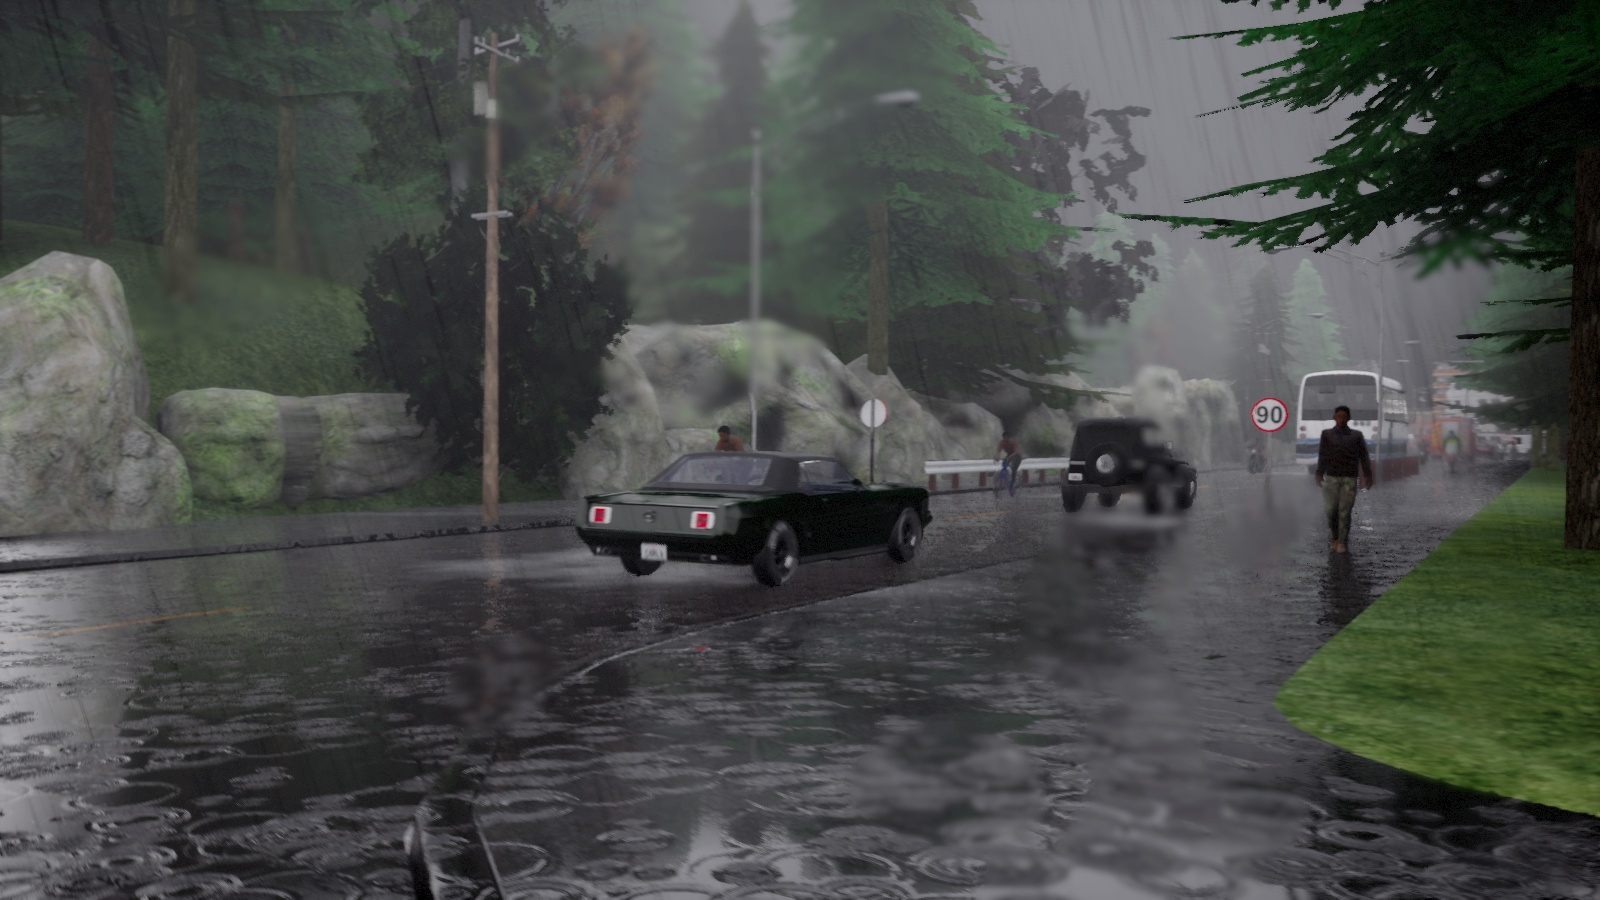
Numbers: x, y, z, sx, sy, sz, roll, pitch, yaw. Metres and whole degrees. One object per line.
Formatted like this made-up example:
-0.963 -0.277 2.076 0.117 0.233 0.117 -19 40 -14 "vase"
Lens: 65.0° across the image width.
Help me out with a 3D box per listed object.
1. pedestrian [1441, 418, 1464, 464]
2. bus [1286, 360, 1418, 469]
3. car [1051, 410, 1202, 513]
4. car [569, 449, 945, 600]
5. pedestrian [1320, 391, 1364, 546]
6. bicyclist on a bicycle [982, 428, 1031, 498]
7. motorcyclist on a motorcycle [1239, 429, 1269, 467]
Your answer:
27.477 -0.384 52.913 0.659 1.952 0.873 0 1 13 "pedestrian"
24.024 -1.460 54.248 3.944 4.253 10.273 0 1 31 "bus"
6.627 0.183 25.209 1.905 1.878 3.866 0 1 31 "car"
-0.239 0.671 13.812 1.895 1.301 4.718 0 1 30 "car"
6.623 0.212 15.342 0.431 1.840 0.703 0 1 28 "pedestrian"
4.981 0.292 30.245 0.582 1.620 1.656 0 1 31 "bicyclist on a bicycle"
20.013 -0.117 55.336 0.766 1.649 2.350 0 1 31 "motorcyclist on a motorcycle"
